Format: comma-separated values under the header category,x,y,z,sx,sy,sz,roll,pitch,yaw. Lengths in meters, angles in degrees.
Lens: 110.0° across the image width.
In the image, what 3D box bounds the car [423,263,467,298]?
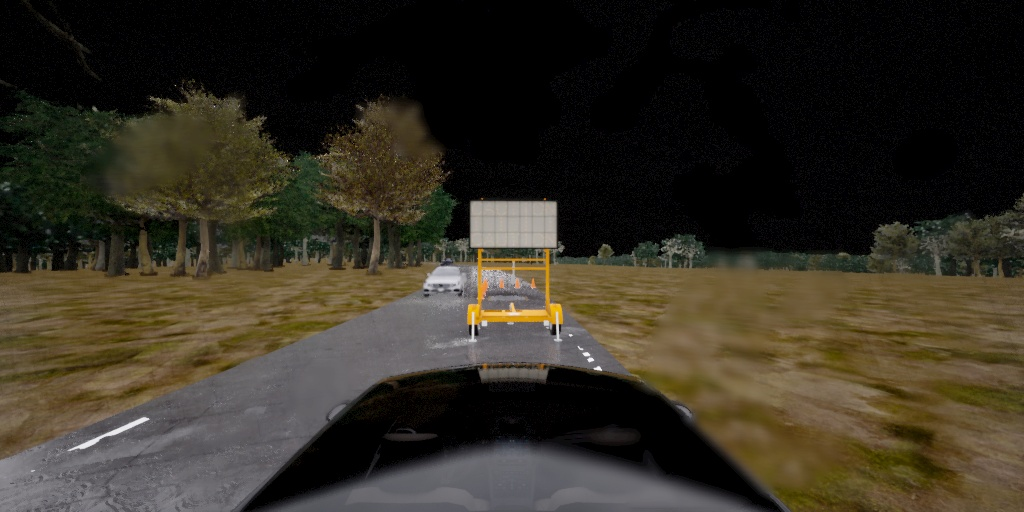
category,x,y,z,sx,sy,sz,roll,pitch,yaw
car,-3.384,1.275,18.823,1.812,1.442,4.674,0,0,-3

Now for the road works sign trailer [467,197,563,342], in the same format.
category,x,y,z,sx,sy,sz,roll,pitch,yaw
road works sign trailer,0.041,0.214,9.789,2.380,3.560,2.880,0,0,-2
